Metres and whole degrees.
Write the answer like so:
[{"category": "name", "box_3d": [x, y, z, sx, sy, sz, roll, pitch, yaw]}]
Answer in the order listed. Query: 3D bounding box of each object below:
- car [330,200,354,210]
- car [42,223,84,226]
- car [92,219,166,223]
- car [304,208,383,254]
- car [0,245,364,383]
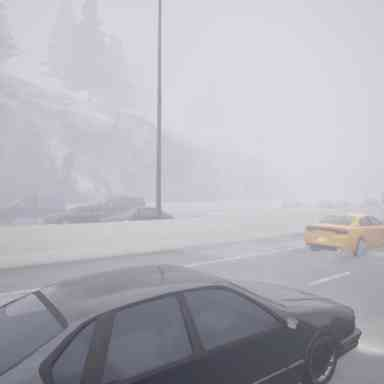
[{"category": "car", "box_3d": [22.905, 1.943, 50.641, 2.033, 1.411, 5.357, 0, 0, 39]}, {"category": "car", "box_3d": [-6.794, 1.582, 20.943, 4.892, 1.490, 1.837, 1, 0, -38]}, {"category": "car", "box_3d": [-3.143, 1.613, 19.347, 4.674, 1.442, 1.812, 1, 0, -39]}, {"category": "car", "box_3d": [6.558, 1.585, 13.497, 5.008, 1.535, 1.882, 1, 0, -40]}, {"category": "car", "box_3d": [-0.338, 1.564, 3.592, 5.357, 1.411, 2.033, 1, 0, -36]}]
